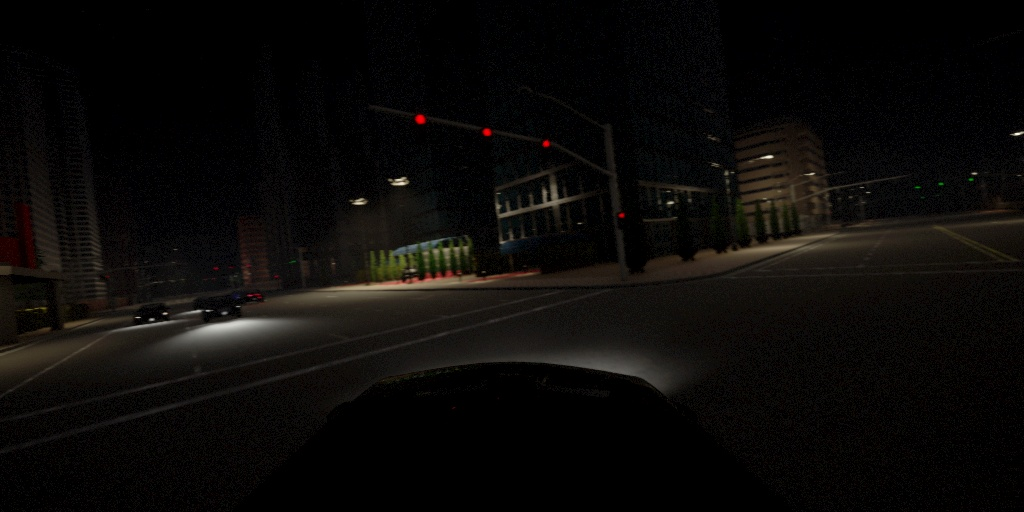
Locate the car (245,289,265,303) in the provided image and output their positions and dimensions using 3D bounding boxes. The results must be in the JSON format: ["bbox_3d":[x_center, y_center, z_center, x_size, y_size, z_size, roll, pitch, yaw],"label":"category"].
[{"bbox_3d":[-27.962,4.360,38.436,2.128,1.511,4.902,-6,0,-42],"label":"car"}]

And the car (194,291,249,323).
[{"bbox_3d":[-19.012,3.362,23.398,2.128,1.511,4.902,-6,0,-43],"label":"car"}]

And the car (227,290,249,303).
[{"bbox_3d":[-36.485,5.347,47.615,1.812,1.442,4.674,-6,0,-43],"label":"car"}]

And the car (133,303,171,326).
[{"bbox_3d":[-27.853,4.412,27.844,2.033,1.411,5.357,-6,0,-43],"label":"car"}]
